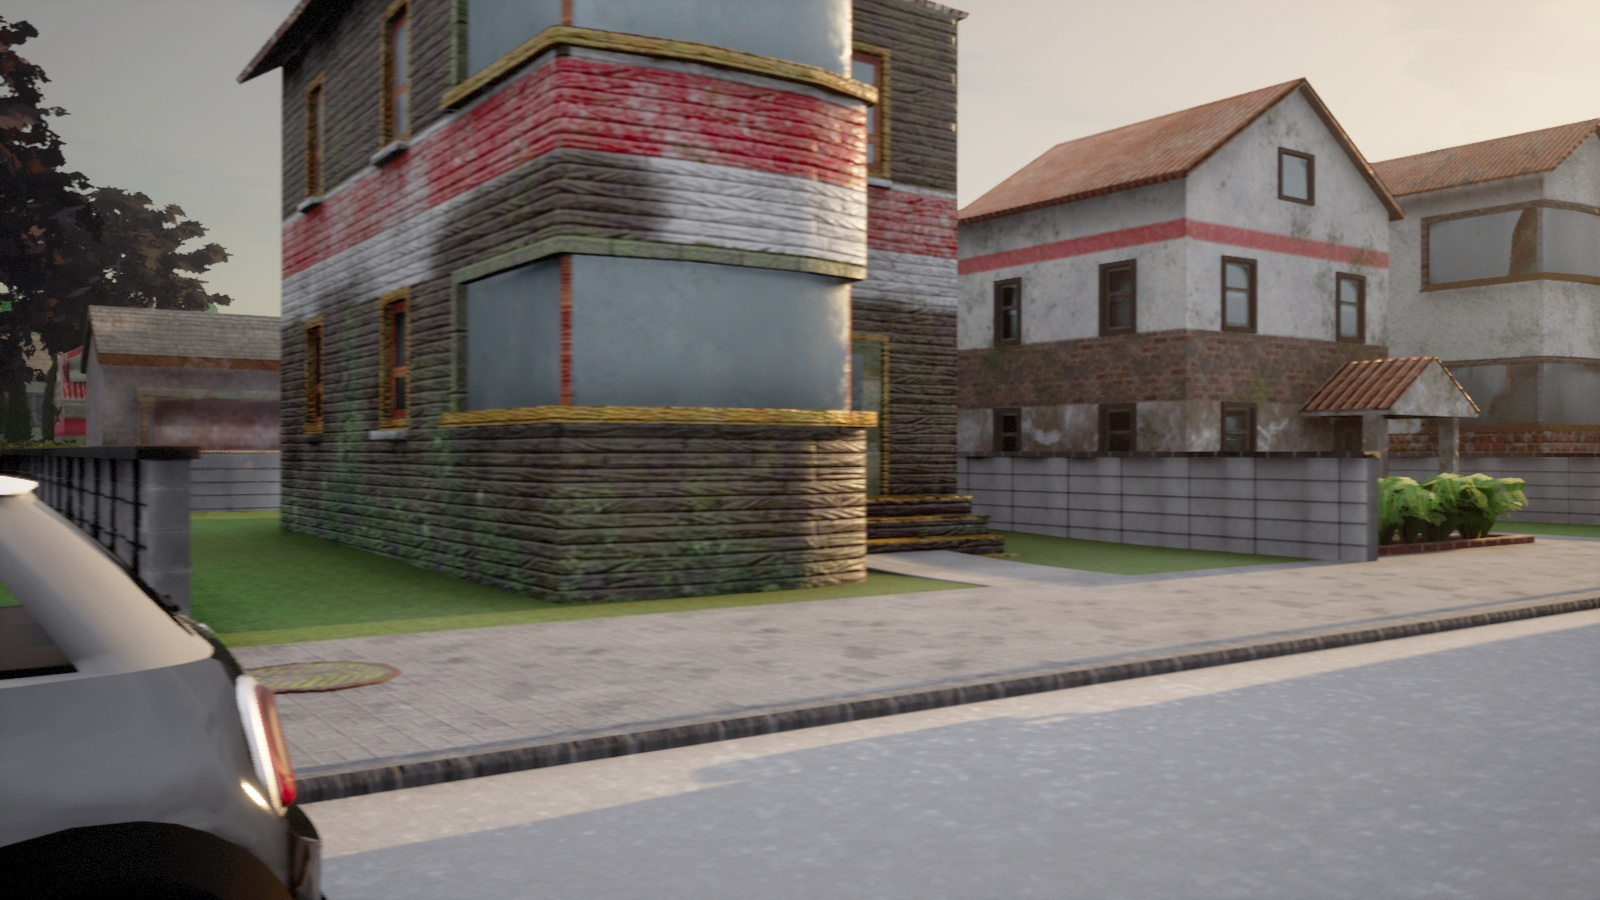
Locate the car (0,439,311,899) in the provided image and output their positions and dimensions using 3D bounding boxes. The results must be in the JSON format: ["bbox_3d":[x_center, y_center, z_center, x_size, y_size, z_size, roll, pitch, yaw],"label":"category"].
[{"bbox_3d":[-3.065,0.722,2.135,3.806,1.475,1.970,0,0,-35],"label":"car"}]

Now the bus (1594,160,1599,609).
[{"bbox_3d":[12.899,-0.626,13.251,10.273,4.253,3.944,0,0,-35],"label":"bus"}]
